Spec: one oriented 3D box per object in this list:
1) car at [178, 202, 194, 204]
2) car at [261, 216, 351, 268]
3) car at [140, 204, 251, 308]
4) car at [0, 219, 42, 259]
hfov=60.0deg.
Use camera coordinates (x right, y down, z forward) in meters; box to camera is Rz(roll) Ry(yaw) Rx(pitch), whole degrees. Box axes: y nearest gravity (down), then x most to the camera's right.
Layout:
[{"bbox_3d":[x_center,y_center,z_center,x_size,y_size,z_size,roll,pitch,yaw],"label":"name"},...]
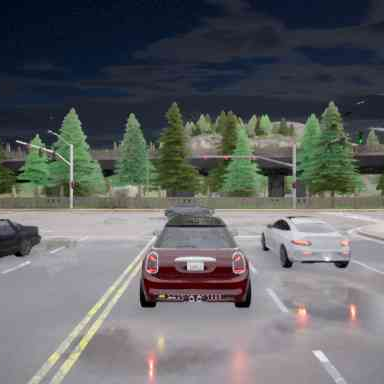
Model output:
[{"bbox_3d":[-0.221,1.533,27.550,4.181,1.385,1.994,0,0,1],"label":"car"},{"bbox_3d":[3.602,1.525,11.139,1.812,1.442,4.674,0,0,0],"label":"car"},{"bbox_3d":[0.083,1.352,8.094,2.097,1.767,4.553,0,0,1],"label":"car"},{"bbox_3d":[-6.753,1.547,10.226,2.033,1.411,5.357,0,0,5],"label":"car"}]
